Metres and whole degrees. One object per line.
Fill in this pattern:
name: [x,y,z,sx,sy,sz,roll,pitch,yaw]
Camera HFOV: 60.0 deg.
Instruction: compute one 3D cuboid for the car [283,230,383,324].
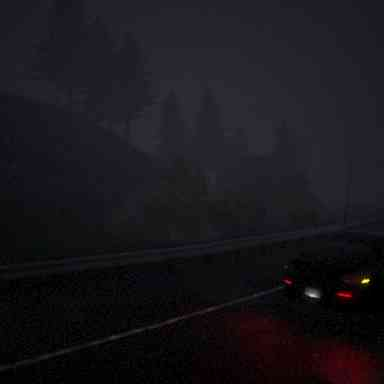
car: [3.786,1.545,7.165,4.674,1.442,1.812,0,0,-41]
